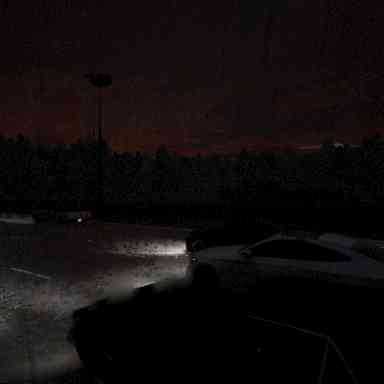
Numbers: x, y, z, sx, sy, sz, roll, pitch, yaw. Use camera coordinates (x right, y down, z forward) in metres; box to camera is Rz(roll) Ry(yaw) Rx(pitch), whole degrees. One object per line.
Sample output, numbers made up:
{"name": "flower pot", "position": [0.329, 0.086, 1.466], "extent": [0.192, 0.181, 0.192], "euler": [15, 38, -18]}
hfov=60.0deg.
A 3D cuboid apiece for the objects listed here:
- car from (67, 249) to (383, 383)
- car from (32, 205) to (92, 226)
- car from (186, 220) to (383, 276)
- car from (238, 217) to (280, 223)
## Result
{"name": "car", "position": [0.839, 1.601, 3.392], "extent": [4.718, 1.301, 1.895], "euler": [0, 0, 36]}
{"name": "car", "position": [-9.303, 1.599, 23.523], "extent": [4.718, 1.301, 1.895], "euler": [0, 0, 36]}
{"name": "car", "position": [2.059, 1.525, 6.819], "extent": [4.674, 1.442, 1.812], "euler": [0, 0, 36]}
{"name": "car", "position": [1.837, 1.563, 11.277], "extent": [4.181, 1.385, 1.994], "euler": [0, 0, 36]}
